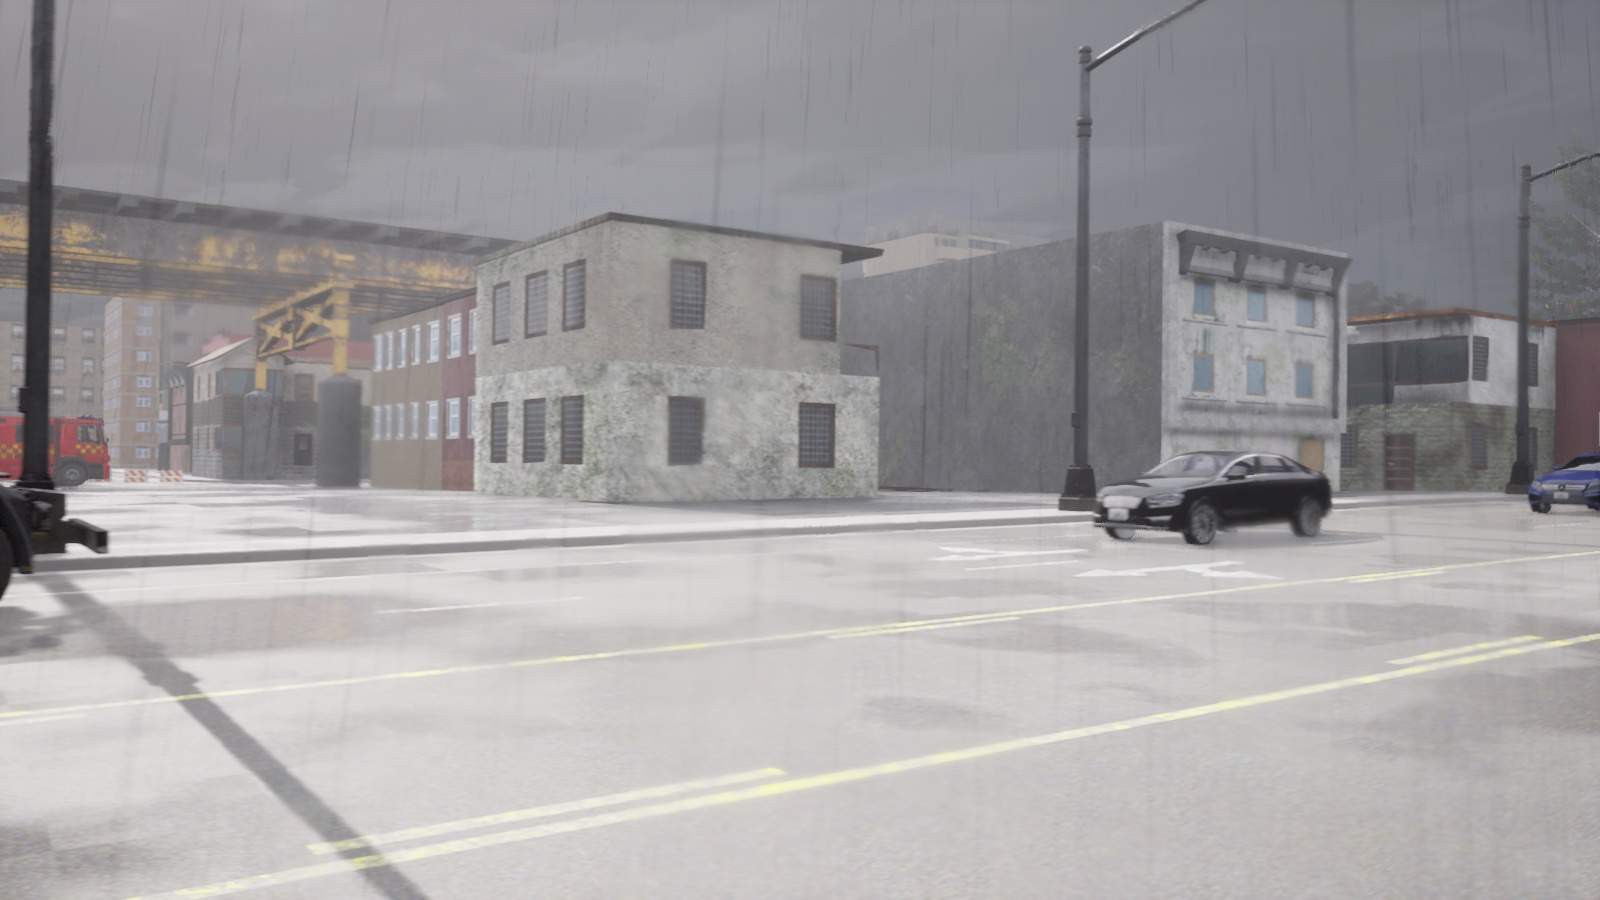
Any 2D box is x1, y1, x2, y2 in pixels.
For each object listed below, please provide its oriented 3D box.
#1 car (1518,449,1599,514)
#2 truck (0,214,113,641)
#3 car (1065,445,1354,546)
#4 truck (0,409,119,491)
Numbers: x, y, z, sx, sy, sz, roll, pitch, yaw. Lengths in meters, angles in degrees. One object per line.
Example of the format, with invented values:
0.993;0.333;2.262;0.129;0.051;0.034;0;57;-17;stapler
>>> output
19.115;0.692;29.760;4.674;1.442;1.812;0;0;-35;car
-9.906;-0.184;9.559;7.936;3.462;2.891;0;0;-35;truck
7.023;0.689;21.342;4.902;1.511;2.128;0;0;-35;car
-37.739;0.028;60.149;8.468;3.827;2.891;1;-1;-43;truck
